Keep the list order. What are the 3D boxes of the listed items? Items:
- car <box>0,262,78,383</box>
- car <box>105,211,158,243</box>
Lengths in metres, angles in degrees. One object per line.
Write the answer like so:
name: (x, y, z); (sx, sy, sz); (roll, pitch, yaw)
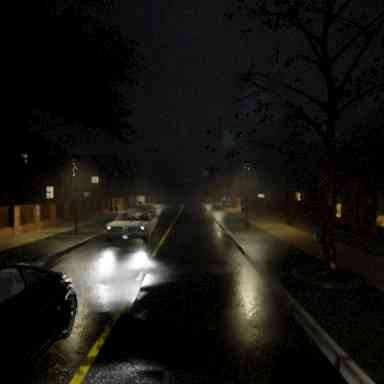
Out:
car: (-2.848, 1.565, 3.751); (1.994, 1.385, 4.181); (0, 0, 0)
car: (-2.815, 1.610, 16.305); (1.895, 1.301, 4.718); (0, 0, 0)
